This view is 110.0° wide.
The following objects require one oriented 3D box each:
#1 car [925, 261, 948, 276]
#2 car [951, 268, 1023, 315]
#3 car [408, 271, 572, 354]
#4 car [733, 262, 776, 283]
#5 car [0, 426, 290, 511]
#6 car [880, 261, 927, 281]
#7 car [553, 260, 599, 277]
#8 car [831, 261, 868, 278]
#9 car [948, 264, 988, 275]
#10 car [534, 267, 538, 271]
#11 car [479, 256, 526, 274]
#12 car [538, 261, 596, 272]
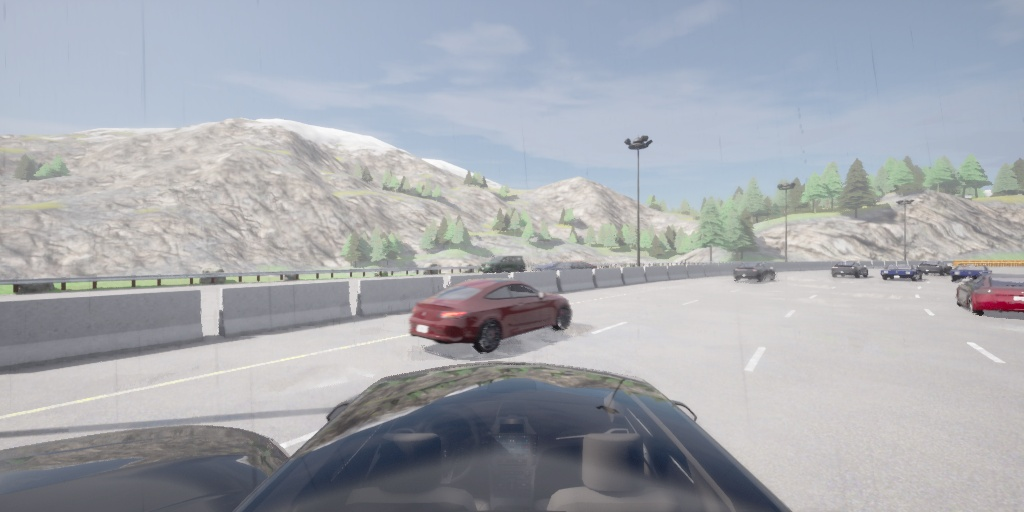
[{"bbox_3d":[43.314,1.242,36.808,4.902,1.511,2.128,0,0,-31],"label":"car"},{"bbox_3d":[17.506,1.314,12.691,4.181,1.385,1.994,0,0,-44],"label":"car"},{"bbox_3d":[-0.305,1.275,8.879,1.812,1.442,4.674,0,0,40],"label":"car"},{"bbox_3d":[19.257,1.242,28.381,4.902,1.511,2.128,0,0,-40],"label":"car"},{"bbox_3d":[-2.981,1.255,0.477,4.892,1.490,1.837,0,0,-45],"label":"car"},{"bbox_3d":[32.309,1.351,29.677,4.718,1.301,1.895,0,0,-35],"label":"car"},{"bbox_3d":[6.483,1.227,36.105,5.008,1.535,1.882,0,0,-41],"label":"car"},{"bbox_3d":[31.376,1.242,33.286,4.902,1.511,2.128,0,0,-35],"label":"car"},{"bbox_3d":[36.107,1.350,28.099,4.718,1.301,1.895,0,0,-35],"label":"car"},{"bbox_3d":[4.818,1.298,39.302,5.357,1.411,2.033,0,0,-41],"label":"car"},{"bbox_3d":[-0.955,0.972,38.850,5.566,2.045,2.150,0,0,-42],"label":"car"},{"bbox_3d":[4.788,1.227,29.828,5.008,1.535,1.882,0,0,-43],"label":"car"}]
